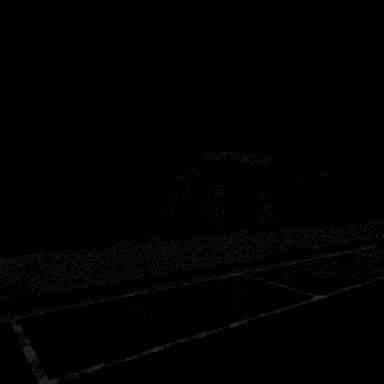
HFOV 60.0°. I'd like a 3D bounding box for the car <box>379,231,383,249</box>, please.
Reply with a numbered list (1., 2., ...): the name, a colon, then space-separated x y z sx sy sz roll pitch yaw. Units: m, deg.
1. car: 8.945 1.551 12.913 4.206 1.307 1.802 0 0 -36
